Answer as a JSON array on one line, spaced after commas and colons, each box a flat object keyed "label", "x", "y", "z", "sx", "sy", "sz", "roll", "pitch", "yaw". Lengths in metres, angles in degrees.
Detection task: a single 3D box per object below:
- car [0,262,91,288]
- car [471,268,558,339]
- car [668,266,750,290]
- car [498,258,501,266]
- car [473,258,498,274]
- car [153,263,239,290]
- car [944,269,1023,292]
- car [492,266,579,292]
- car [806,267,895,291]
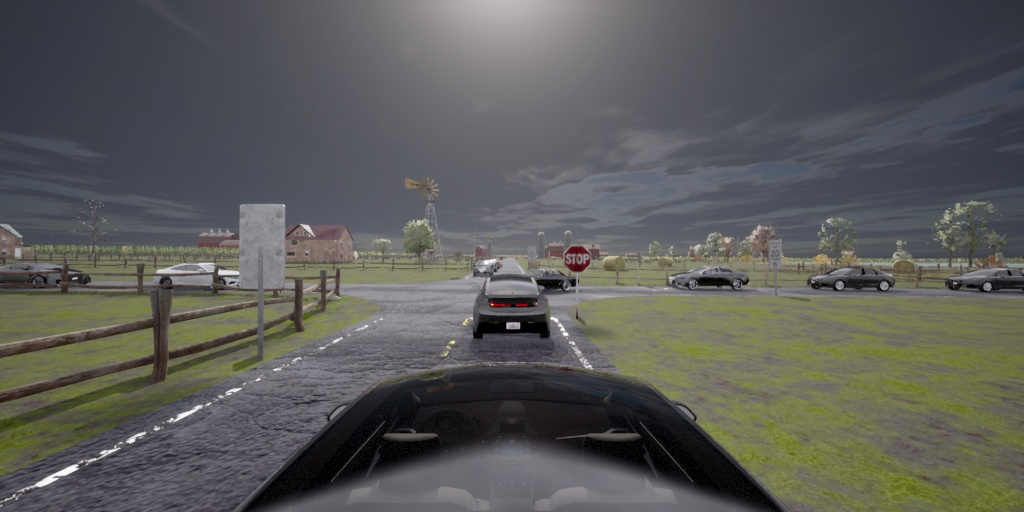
[{"label": "car", "x": -26.372, "y": 1.048, "z": 19.962, "sx": 4.181, "sy": 1.385, "sz": 1.994, "roll": 1, "pitch": -1, "yaw": -1}, {"label": "car", "x": -0.078, "y": 1.256, "z": 10.139, "sx": 1.837, "sy": 1.490, "sz": 4.892, "roll": 0, "pitch": 0, "yaw": -2}, {"label": "car", "x": 12.788, "y": 1.396, "z": 23.419, "sx": 4.902, "sy": 1.511, "sz": 2.128, "roll": 1, "pitch": -1, "yaw": -2}, {"label": "car", "x": -2.872, "y": 1.241, "z": 46.270, "sx": 2.128, "sy": 1.511, "sz": 4.902, "roll": 0, "pitch": 0, "yaw": 0}, {"label": "car", "x": -2.875, "y": 1.243, "z": 36.825, "sx": 2.128, "sy": 1.511, "sz": 4.902, "roll": 0, "pitch": 0, "yaw": 0}, {"label": "car", "x": -17.252, "y": 1.104, "z": 20.088, "sx": 4.674, "sy": 1.442, "sz": 1.812, "roll": 1, "pitch": -1, "yaw": -1}, {"label": "car", "x": 31.692, "y": 1.587, "z": 23.720, "sx": 4.892, "sy": 1.490, "sz": 1.837, "roll": 1, "pitch": -1, "yaw": -1}, {"label": "car", "x": 1.491, "y": 1.369, "z": 20.186, "sx": 4.718, "sy": 1.301, "sz": 1.895, "roll": 1, "pitch": 0, "yaw": -35}, {"label": "car", "x": 22.190, "y": 1.499, "z": 23.595, "sx": 4.892, "sy": 1.490, "sz": 1.837, "roll": 1, "pitch": -1, "yaw": -1}]
